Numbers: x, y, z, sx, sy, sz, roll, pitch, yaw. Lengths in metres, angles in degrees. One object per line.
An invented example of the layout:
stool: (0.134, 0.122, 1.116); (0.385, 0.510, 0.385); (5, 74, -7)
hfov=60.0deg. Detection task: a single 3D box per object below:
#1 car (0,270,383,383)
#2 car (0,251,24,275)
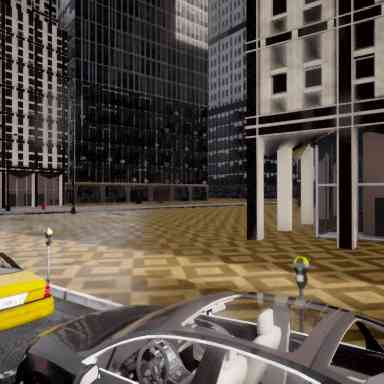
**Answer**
car: (0.290, 1.551, 2.670); (4.403, 1.369, 2.008); (0, 0, 36)
car: (-4.464, 1.525, 6.064); (4.829, 1.417, 1.752); (0, 0, 36)
